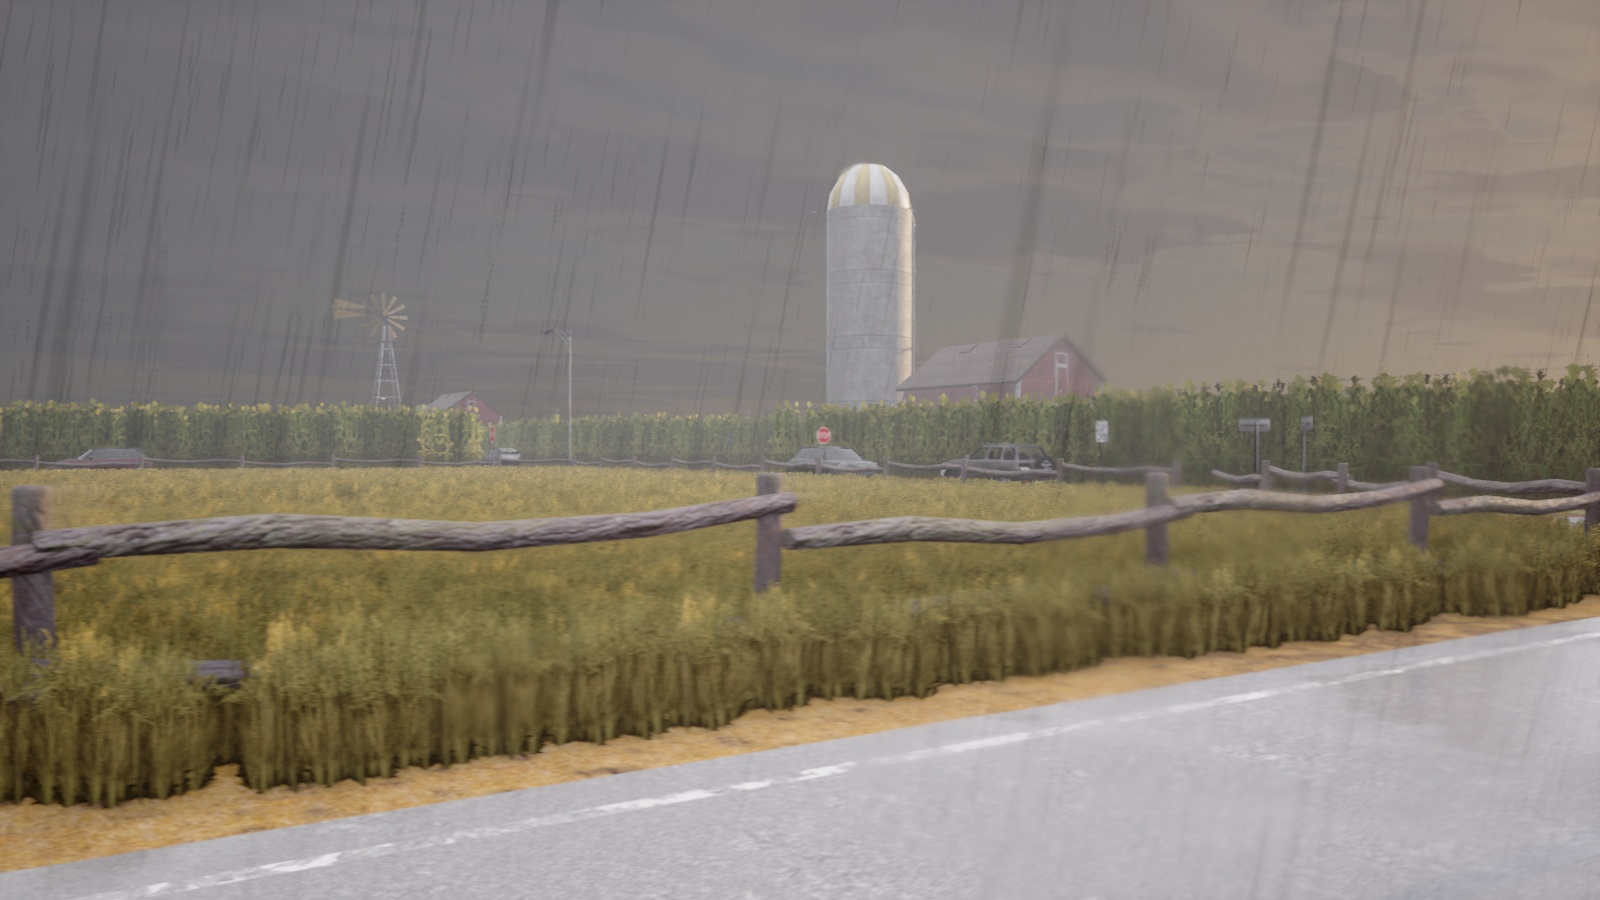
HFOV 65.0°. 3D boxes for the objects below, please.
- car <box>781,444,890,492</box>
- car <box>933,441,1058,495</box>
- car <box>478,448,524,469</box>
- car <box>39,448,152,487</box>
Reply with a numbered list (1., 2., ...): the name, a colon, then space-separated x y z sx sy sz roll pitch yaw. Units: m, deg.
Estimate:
1. car: 1.332 0.638 48.745 2.097 1.767 4.553 0 0 -31
2. car: 6.996 0.612 45.393 1.932 1.855 4.605 0 0 -31
3. car: -22.341 0.631 93.657 2.007 1.525 4.514 0 0 -31
4. car: -33.032 0.810 58.914 4.553 1.767 2.097 0 0 -32
